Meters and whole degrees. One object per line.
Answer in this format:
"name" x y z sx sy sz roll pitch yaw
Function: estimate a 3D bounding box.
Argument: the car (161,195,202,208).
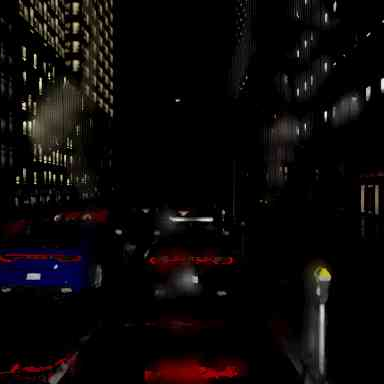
"car" -0.465 1.311 20.672 2.192 1.841 5.009 -1 0 0

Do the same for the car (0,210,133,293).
"car" -3.046 1.476 8.890 1.882 1.535 5.008 0 0 0

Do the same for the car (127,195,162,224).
"car" -3.145 1.347 24.755 2.097 1.767 4.553 0 0 0

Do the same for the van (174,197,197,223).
"van" -0.465 1.336 26.356 1.690 1.788 3.998 -1 0 0

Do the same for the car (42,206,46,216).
"car" -8.844 1.547 20.672 2.008 1.369 4.403 -1 0 0

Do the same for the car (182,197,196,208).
"car" -0.463 1.541 49.090 2.008 1.369 4.403 -1 0 0

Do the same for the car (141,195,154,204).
"car" -8.845 1.426 66.141 1.967 1.590 4.097 -1 0 0

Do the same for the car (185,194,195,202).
"car" -0.465 1.298 77.509 2.192 1.841 5.009 -1 0 0

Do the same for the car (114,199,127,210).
"car" -8.844 1.544 37.723 2.008 1.369 4.403 -1 0 0

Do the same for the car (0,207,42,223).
"car" -8.843 1.542 14.989 1.887 1.381 4.507 -1 0 0

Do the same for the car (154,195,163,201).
"car" -8.844 1.545 88.876 1.947 1.339 4.313 -1 0 0

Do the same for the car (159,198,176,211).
"car" -3.045 1.497 42.484 1.837 1.490 4.892 0 0 0

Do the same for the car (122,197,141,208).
"car" -8.843 1.541 49.090 2.008 1.369 4.403 -1 0 0

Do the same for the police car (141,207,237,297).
"police car" -0.012 1.423 8.762 1.930 1.638 5.238 0 0 0

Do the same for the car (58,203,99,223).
"car" -8.843 1.577 26.356 1.802 1.307 4.206 -1 0 0

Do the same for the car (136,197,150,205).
"car" -8.843 1.570 60.458 1.802 1.307 4.206 -1 0 0

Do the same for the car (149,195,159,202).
"car" -8.843 1.509 77.339 1.752 1.417 4.829 -1 0 0

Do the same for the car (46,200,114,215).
"car" -6.246 1.348 19.195 2.097 1.767 4.553 0 0 0
